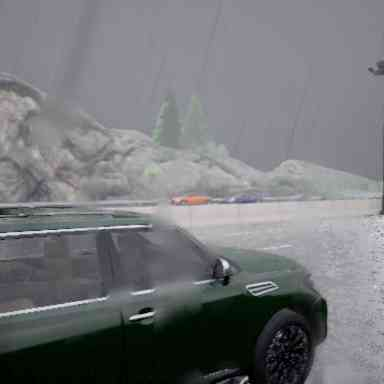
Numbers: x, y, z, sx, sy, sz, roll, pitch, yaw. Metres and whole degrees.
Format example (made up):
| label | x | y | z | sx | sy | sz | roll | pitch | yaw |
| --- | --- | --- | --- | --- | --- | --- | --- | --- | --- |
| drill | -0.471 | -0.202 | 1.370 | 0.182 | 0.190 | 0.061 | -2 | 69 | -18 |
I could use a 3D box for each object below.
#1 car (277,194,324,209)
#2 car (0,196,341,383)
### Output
| label | x | y | z | sx | sy | sz | roll | pitch | yaw |
| --- | --- | --- | --- | --- | --- | --- | --- | --- | --- |
| car | 11.435 | 0.946 | 35.029 | 4.674 | 1.442 | 1.812 | 0 | 1 | -26 |
| car | -1.024 | 1.170 | 3.401 | 5.566 | 2.045 | 2.150 | -1 | 0 | -34 |
